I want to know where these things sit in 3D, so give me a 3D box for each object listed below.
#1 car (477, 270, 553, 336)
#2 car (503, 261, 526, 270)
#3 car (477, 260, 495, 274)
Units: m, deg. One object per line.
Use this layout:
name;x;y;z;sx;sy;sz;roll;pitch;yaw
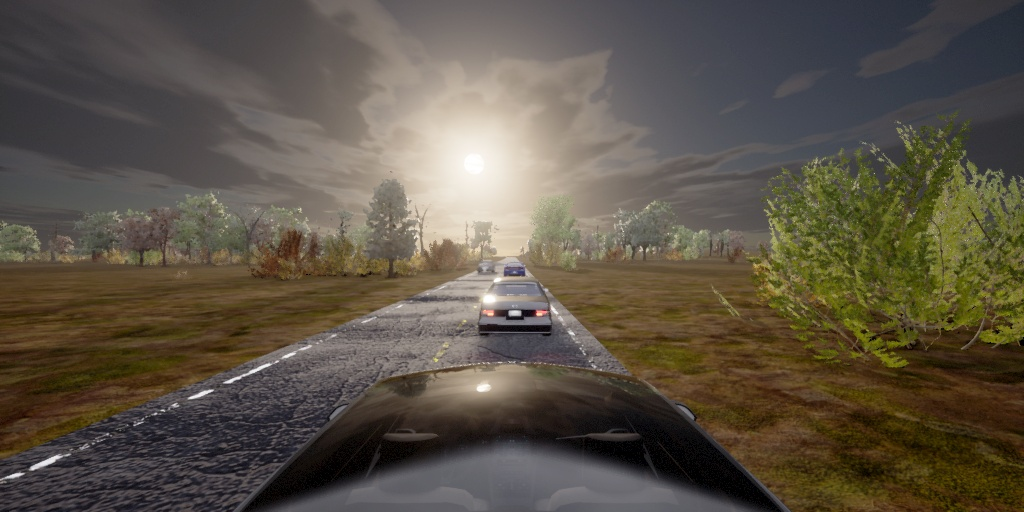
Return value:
car;0.118;1.298;10.355;2.033;1.411;5.357;0;0;1
car;0.228;1.221;32.578;1.882;1.535;5.008;0;0;0
car;-2.932;1.230;41.398;2.128;1.511;4.902;0;0;0
